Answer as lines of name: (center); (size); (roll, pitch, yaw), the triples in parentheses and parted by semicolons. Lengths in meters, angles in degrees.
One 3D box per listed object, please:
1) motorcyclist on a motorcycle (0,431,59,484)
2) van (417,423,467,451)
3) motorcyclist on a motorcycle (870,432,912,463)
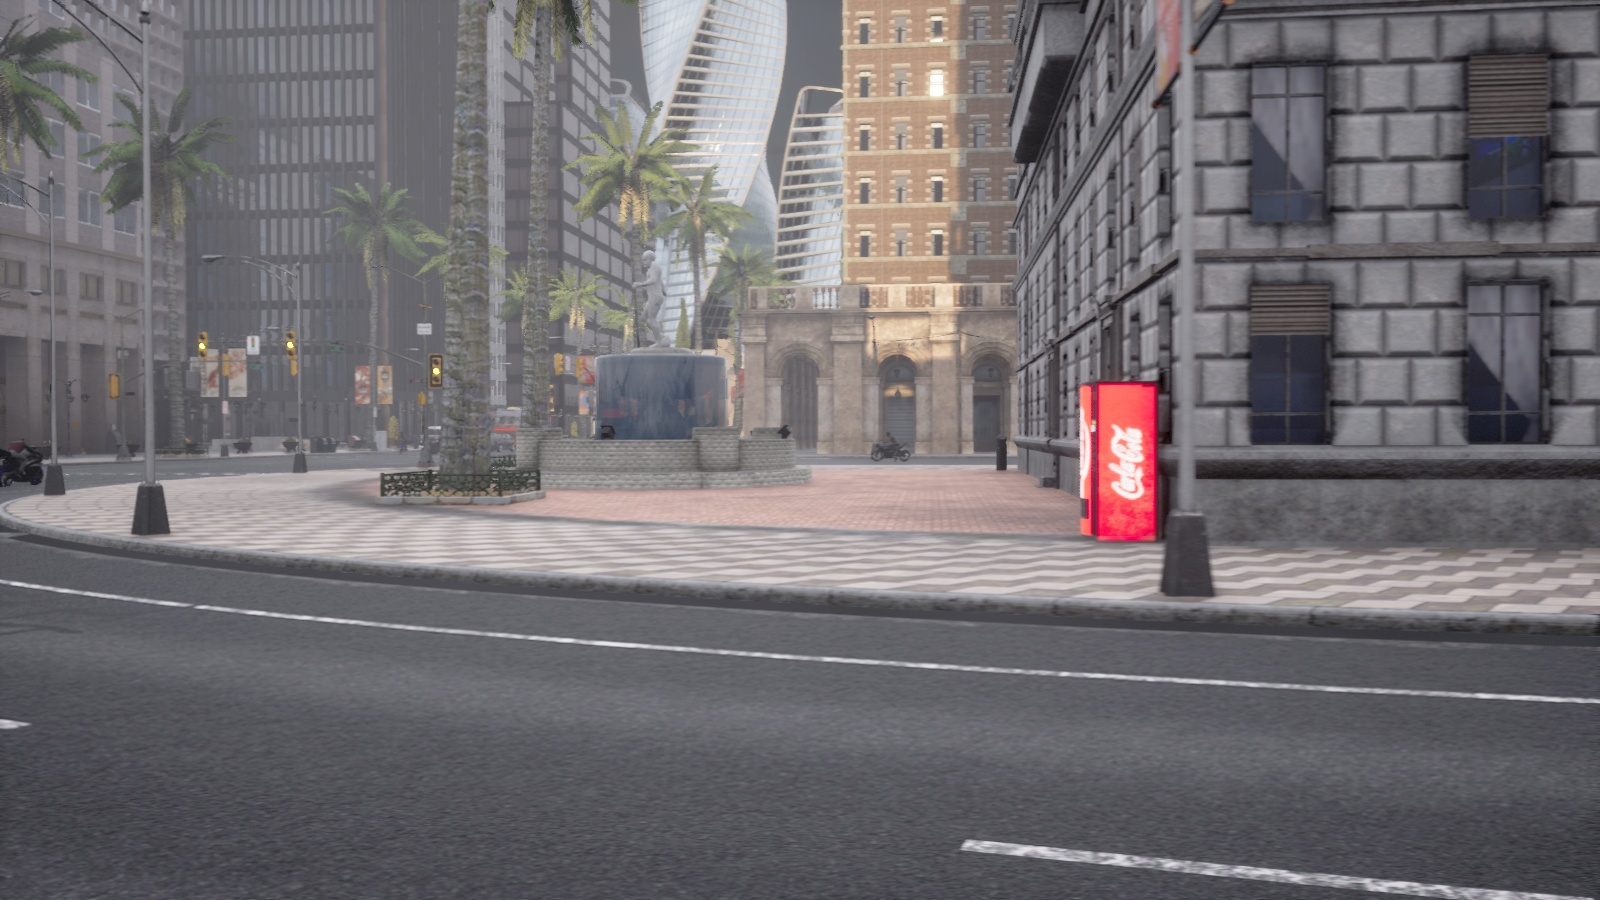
motorcyclist on a motorcycle: (-23.249, 0.197, 37.575); (0.866, 1.530, 2.191); (1, 1, 0)
van: (-27.205, -1.011, 95.558); (2.069, 2.038, 4.480); (0, 1, 7)
motorcyclist on a motorcycle: (4.594, -0.132, 63.148); (2.044, 1.523, 0.797); (0, 1, 7)
